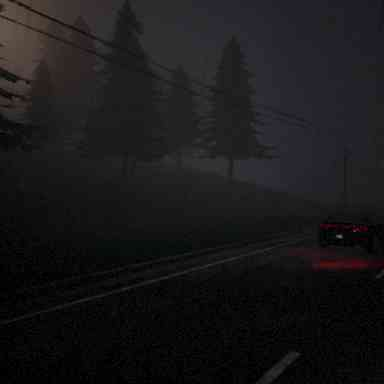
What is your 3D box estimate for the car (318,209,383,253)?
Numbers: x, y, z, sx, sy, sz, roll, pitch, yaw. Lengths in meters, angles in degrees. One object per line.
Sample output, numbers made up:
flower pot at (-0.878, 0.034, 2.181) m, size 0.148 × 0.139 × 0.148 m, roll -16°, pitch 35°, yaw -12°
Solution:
car at (6.859, 1.423, 13.743) m, size 1.882 × 1.535 × 5.008 m, roll 1°, pitch 1°, yaw 40°
